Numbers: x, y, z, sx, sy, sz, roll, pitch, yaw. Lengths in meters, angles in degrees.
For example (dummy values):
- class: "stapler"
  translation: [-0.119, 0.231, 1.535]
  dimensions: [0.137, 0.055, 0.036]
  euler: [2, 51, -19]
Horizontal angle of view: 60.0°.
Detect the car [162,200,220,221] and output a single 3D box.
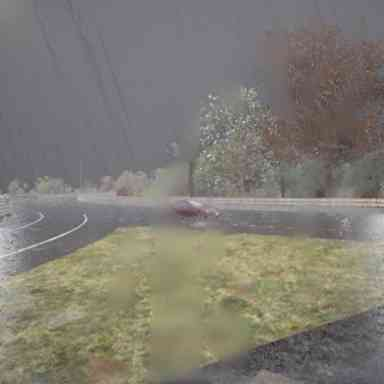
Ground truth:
- class: "car"
  translation: [-0.131, 1.307, 24.891]
  dimensions: [4.674, 1.442, 1.812]
  euler: [0, 1, 36]
